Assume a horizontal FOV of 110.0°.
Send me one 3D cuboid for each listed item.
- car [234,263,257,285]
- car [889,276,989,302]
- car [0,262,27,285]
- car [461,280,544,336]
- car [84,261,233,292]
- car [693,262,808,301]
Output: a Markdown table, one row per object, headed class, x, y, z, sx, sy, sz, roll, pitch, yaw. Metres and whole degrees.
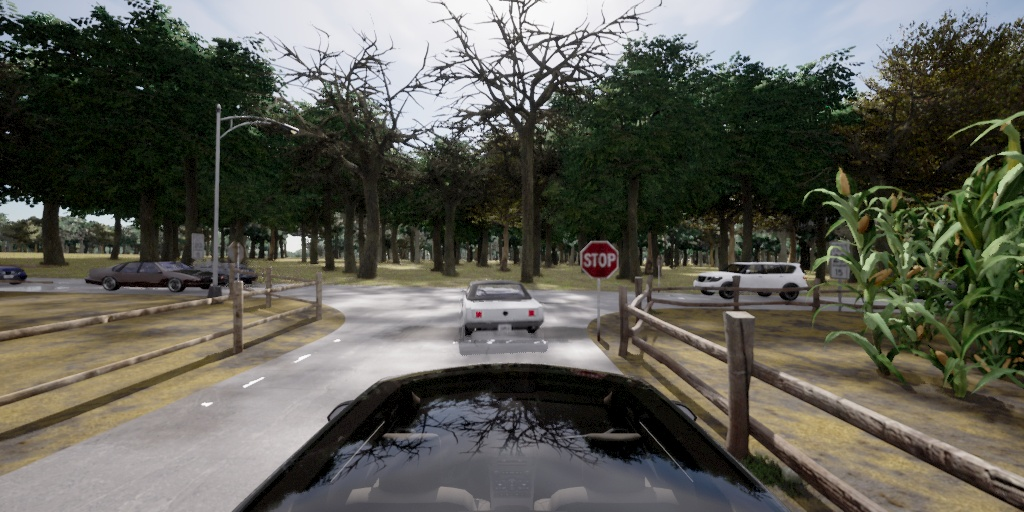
| class | x | y | z | sx | sy | sz | roll | pitch | yaw |
| --- | --- | --- | --- | --- | --- | --- | --- | --- | --- |
| car | -16.816 | 0.953 | 20.137 | 4.181 | 1.385 | 1.994 | 1 | 0 | 0 |
| car | 23.996 | 1.833 | 19.952 | 5.008 | 1.535 | 1.882 | 1 | 0 | 1 |
| car | -26.501 | 0.680 | 17.232 | 4.674 | 1.442 | 1.812 | 1 | 0 | 0 |
| car | -0.516 | 1.353 | 10.422 | 1.895 | 1.301 | 4.718 | 0 | 0 | -9 |
| car | -16.978 | 0.927 | 17.191 | 5.357 | 1.411 | 2.033 | 1 | 0 | 0 |
| car | 13.212 | 1.321 | 19.987 | 5.566 | 2.045 | 2.150 | 1 | 0 | -1 |
